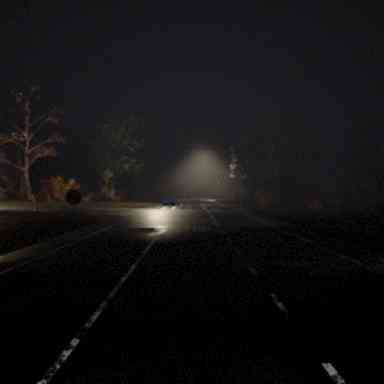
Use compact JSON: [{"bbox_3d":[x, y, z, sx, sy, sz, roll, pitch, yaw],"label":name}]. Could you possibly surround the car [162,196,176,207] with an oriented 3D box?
[{"bbox_3d":[-3.553,1.454,51.929,1.882,1.535,5.008,0,0,0],"label":"car"}]
